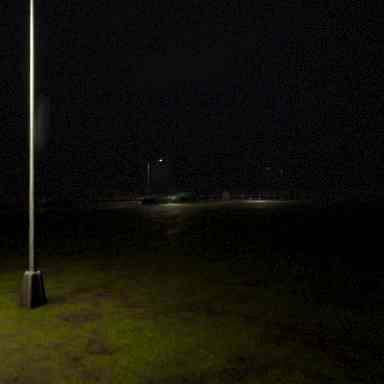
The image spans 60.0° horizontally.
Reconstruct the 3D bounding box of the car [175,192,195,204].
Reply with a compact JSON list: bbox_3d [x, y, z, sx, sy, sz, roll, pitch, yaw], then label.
[{"bbox_3d":[-1.796,1.071,60.933,2.150,2.045,5.566,1,1,44],"label":"car"}]

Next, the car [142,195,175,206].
[{"bbox_3d":[-5.650,1.381,52.763,1.882,1.535,5.008,1,1,43],"label":"car"}]

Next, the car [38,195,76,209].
[{"bbox_3d":[-17.893,1.241,44.022,2.097,1.767,4.553,1,1,43],"label":"car"}]
